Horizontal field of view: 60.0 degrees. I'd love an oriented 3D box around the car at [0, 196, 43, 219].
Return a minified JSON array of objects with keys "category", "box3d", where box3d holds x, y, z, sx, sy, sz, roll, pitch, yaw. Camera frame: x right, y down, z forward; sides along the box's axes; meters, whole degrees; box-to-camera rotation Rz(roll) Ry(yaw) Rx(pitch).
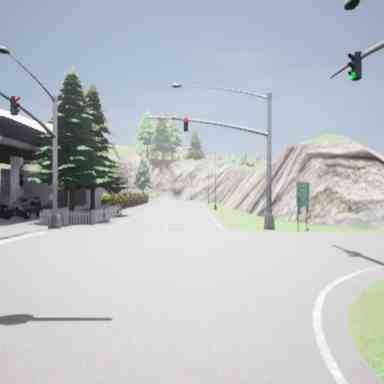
[{"category":"car","box3d":[-14.443,1.313,28.744,1.905,1.878,3.866,0,0,-1]}]
